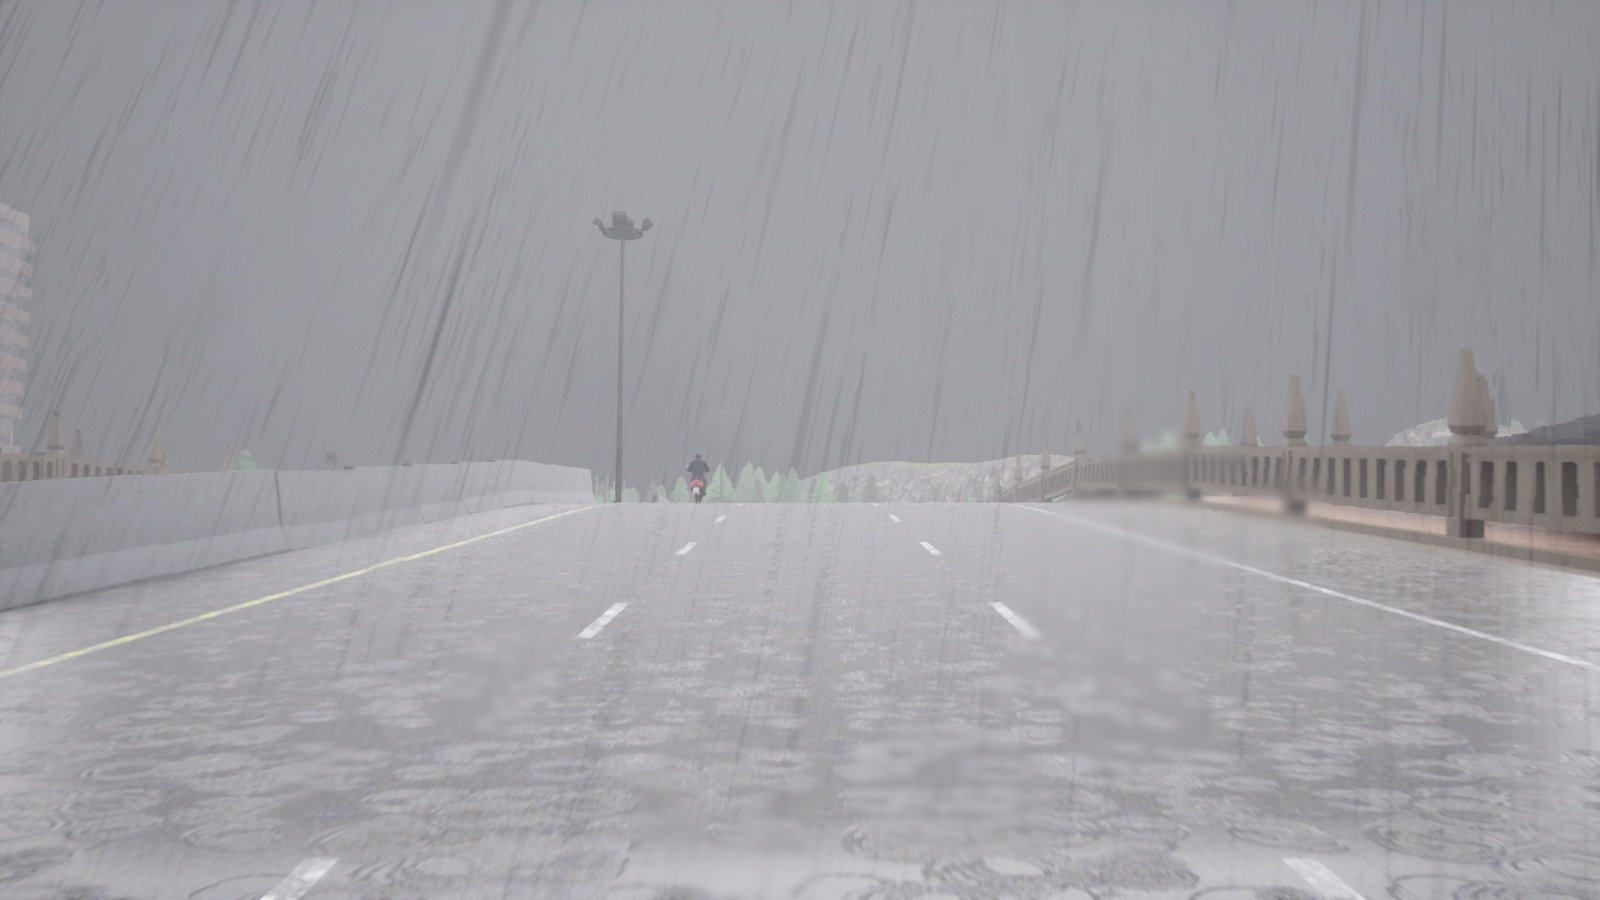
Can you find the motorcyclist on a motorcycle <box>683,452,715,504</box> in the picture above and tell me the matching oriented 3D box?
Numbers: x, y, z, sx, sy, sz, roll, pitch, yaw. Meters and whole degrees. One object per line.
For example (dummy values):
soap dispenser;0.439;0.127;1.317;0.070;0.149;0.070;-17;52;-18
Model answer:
motorcyclist on a motorcycle;-3.251;0.918;40.460;0.866;1.590;1.817;0;-3;0
